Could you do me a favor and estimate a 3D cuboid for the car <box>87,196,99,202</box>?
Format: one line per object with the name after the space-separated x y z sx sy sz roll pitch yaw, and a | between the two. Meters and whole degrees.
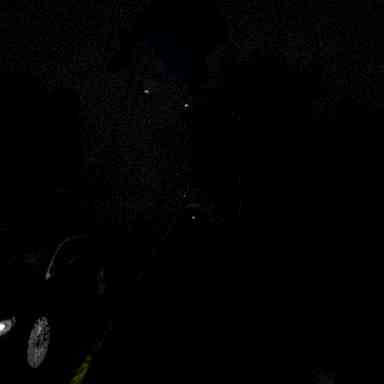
-24.192 1.682 79.021 4.206 1.307 1.802 0 1 0 | car

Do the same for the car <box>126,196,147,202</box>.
-13.280 1.693 79.087 4.829 1.417 1.752 0 1 0 | car

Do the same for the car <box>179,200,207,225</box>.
0.094 1.507 24.083 1.882 1.535 5.008 0 0 0 | car

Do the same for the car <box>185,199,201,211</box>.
0.089 1.691 43.064 1.994 1.385 4.181 0 0 0 | car

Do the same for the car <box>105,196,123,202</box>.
-18.651 1.574 79.053 4.097 1.590 1.967 0 1 0 | car

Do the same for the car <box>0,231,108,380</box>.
-2.825 1.493 5.711 2.128 1.511 4.902 0 0 0 | car
